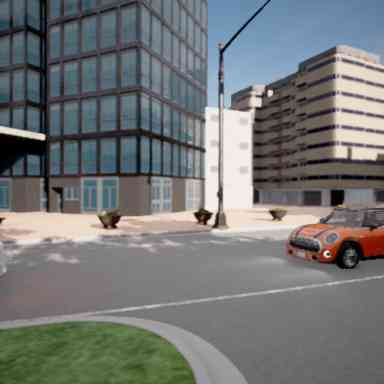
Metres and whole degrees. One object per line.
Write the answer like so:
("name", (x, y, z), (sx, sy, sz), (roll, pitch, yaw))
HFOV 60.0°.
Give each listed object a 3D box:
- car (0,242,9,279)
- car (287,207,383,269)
("car", (-6.319, 1.474, 6.642), (4.674, 1.442, 1.812), (0, 0, -17))
("car", (5.380, 1.313, 10.950), (4.553, 1.767, 2.097), (0, 0, -23))
